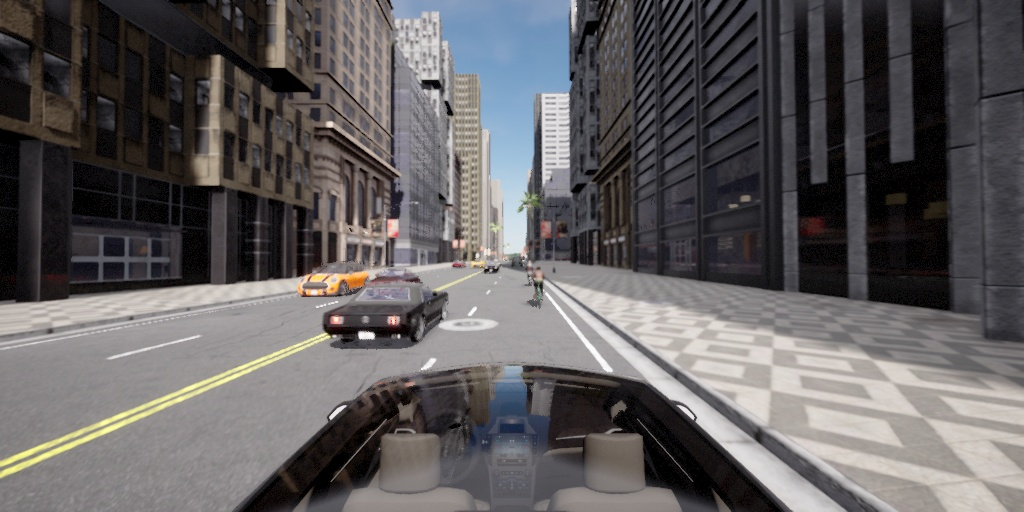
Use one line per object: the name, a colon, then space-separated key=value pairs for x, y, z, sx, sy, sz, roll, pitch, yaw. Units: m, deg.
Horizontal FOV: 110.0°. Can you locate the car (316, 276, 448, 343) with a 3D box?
car: x=-3.025 y=1.390 z=9.761 sx=1.895 sy=1.301 sz=4.718 roll=0 pitch=0 yaw=1

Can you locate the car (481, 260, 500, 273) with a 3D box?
car: x=-2.531 y=1.468 z=46.403 sx=1.895 sy=1.301 sz=4.718 roll=0 pitch=0 yaw=1

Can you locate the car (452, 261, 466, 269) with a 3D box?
car: x=-8.990 y=1.482 z=60.889 sx=1.895 sy=1.301 sz=4.718 roll=0 pitch=0 yaw=1

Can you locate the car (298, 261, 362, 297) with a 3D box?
car: x=-9.589 y=1.198 z=19.684 sx=2.097 sy=1.767 sz=4.553 roll=0 pitch=0 yaw=1

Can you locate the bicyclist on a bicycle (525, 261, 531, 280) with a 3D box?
bicyclist on a bicycle: x=1.223 y=1.196 z=24.738 sx=0.659 sy=1.776 sz=1.843 roll=0 pitch=0 yaw=1

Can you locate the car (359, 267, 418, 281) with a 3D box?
car: x=-6.340 y=1.399 z=19.609 sx=1.994 sy=1.385 sz=4.181 roll=0 pitch=0 yaw=1

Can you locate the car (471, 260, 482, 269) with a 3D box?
car: x=-5.743 y=1.348 z=60.820 sx=1.882 sy=1.535 sz=5.008 roll=0 pitch=0 yaw=1

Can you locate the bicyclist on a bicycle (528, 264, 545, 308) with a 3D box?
bicyclist on a bicycle: x=1.084 y=1.247 z=14.496 sx=0.582 sy=1.620 sz=1.656 roll=0 pitch=0 yaw=1
